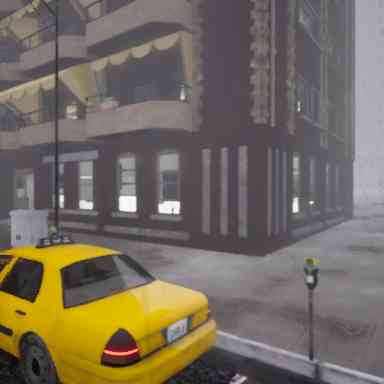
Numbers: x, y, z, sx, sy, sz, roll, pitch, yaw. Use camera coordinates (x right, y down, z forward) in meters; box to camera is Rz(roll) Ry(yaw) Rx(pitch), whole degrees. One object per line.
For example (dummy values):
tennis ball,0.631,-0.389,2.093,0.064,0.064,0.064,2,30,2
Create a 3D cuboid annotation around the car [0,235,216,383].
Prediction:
car,-2.241,1.427,5.039,5.366,1.575,1.801,0,0,36
